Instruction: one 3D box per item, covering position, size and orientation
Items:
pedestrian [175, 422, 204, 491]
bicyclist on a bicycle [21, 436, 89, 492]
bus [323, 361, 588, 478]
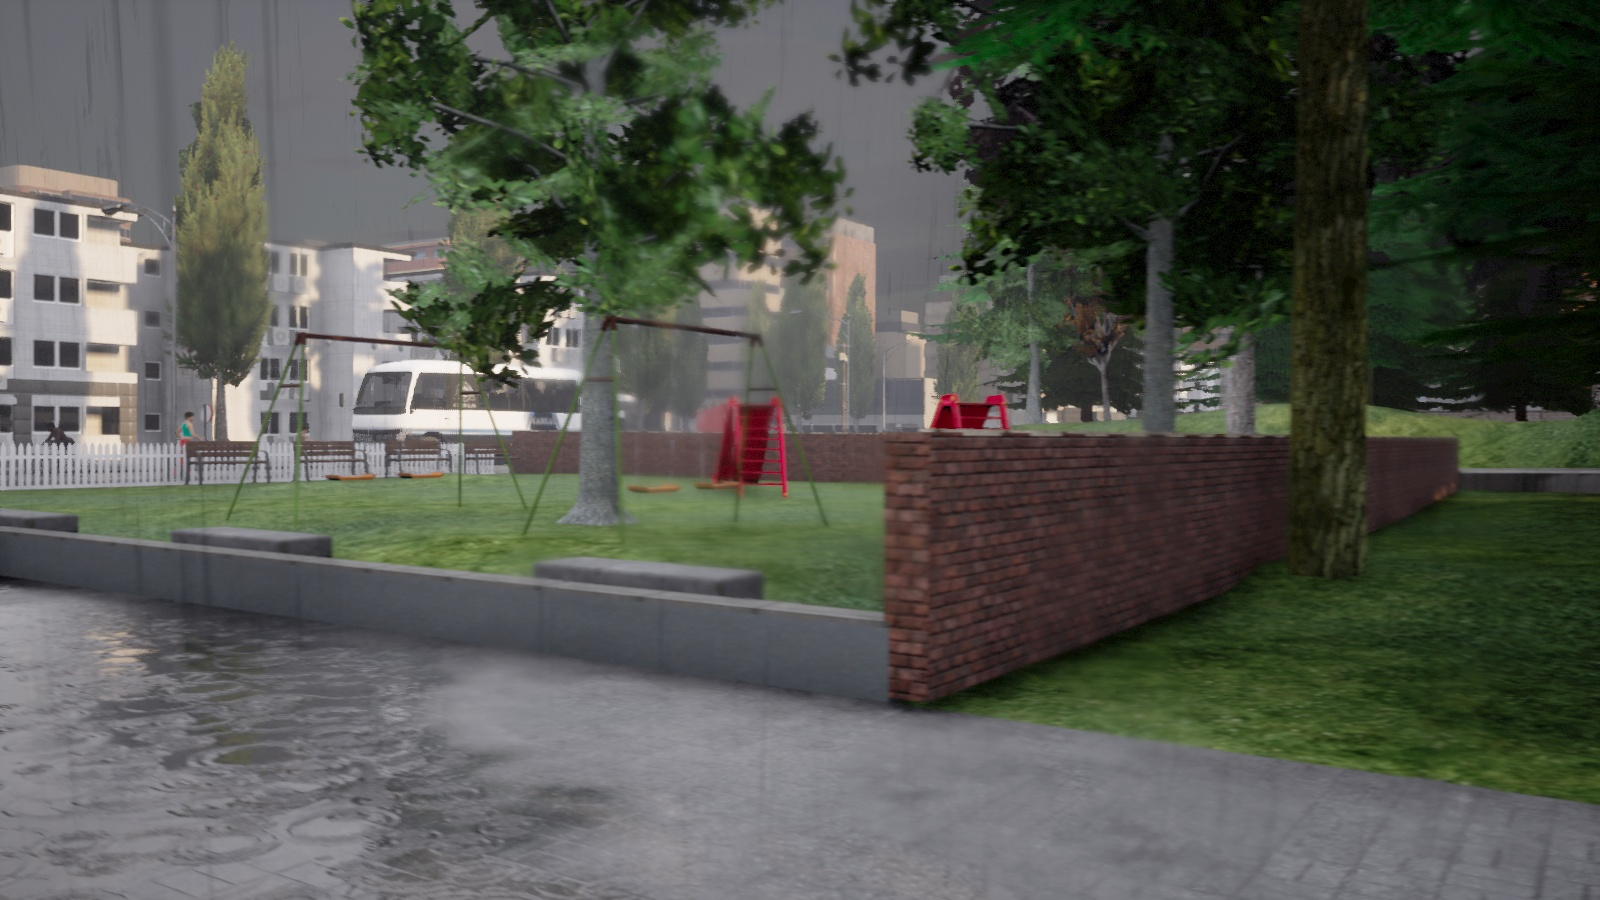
[{"bbox_3d":[-16.265,0.162,33.437,0.594,1.836,0.345,-1,1,-43],"label":"pedestrian"},{"bbox_3d":[-22.444,0.408,37.864,0.582,1.620,1.656,0,1,34],"label":"bicyclist on a bicycle"},{"bbox_3d":[-13.663,-1.180,51.017,3.944,4.253,10.273,0,1,34],"label":"bus"}]
